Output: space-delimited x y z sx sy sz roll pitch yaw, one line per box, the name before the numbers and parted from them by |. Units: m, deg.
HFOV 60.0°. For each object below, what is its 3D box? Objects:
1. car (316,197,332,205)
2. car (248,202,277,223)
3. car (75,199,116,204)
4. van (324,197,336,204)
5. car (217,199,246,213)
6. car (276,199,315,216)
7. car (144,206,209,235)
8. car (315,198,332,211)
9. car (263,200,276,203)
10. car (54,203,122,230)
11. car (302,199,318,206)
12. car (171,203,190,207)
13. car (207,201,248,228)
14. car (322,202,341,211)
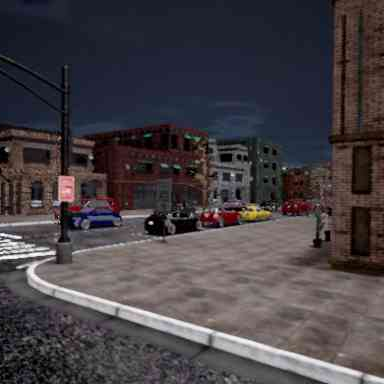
car | 31.472 2.070 79.186 2.192 1.841 5.009 0 0 36
car | 5.552 1.878 29.610 1.752 1.417 4.829 0 0 36
car | -7.863 1.437 25.471 2.192 1.841 5.009 0 0 36
van | 34.749 2.149 83.662 1.690 1.788 3.998 0 0 36
car | 5.247 1.774 43.376 1.967 1.590 4.097 0 0 36
car | 12.009 1.772 38.426 2.192 1.841 5.009 0 0 36
car | -1.105 1.811 20.520 1.947 1.339 4.313 0 0 36
car | 18.564 2.003 47.378 1.967 1.590 4.097 0 0 36
car | 10.688 1.931 46.334 1.837 1.490 4.892 1 0 37
car | -6.769 1.708 22.592 1.994 1.385 4.181 1 0 36
car | 24.914 2.201 70.233 2.008 1.369 4.403 0 0 36
car | -1.619 1.732 29.610 1.837 1.490 4.892 1 0 36
car | 2.174 1.738 24.997 1.967 1.590 4.097 0 0 36
car | 21.841 2.197 51.854 1.802 1.307 4.206 0 0 36
